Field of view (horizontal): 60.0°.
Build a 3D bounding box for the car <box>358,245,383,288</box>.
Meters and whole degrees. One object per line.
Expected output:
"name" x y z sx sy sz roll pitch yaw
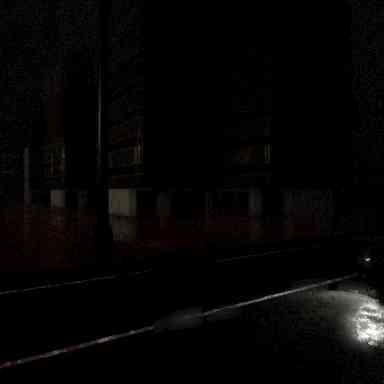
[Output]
"car" 5.891 1.564 8.012 4.181 1.385 1.994 0 0 -34
